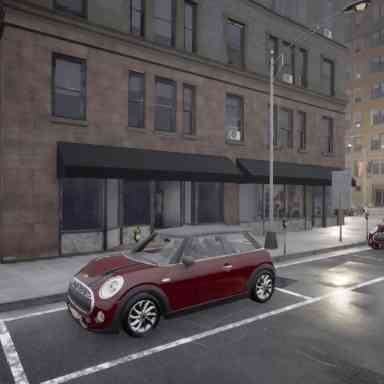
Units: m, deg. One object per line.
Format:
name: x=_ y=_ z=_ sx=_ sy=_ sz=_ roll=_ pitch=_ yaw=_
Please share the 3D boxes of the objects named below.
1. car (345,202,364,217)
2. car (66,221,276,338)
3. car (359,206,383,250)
car: x=12.354 y=1.253 z=29.695 sx=2.097 sy=1.767 sz=4.553 roll=1 pitch=0 yaw=-36
car: x=-0.282 y=1.441 z=6.563 sx=4.097 sy=1.590 sz=1.967 roll=0 pitch=0 yaw=-36
car: x=8.648 y=1.445 z=12.963 sx=4.097 sy=1.590 sz=1.967 roll=0 pitch=0 yaw=-36
